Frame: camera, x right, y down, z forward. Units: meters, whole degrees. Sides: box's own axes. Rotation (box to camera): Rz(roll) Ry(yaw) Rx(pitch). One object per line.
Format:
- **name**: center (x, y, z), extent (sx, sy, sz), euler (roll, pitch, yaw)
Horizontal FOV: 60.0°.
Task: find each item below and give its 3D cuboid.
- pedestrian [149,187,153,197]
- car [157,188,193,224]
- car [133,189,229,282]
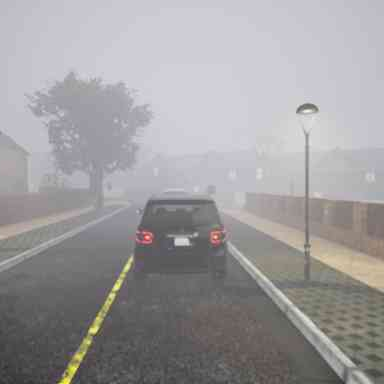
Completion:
- **pedestrian**: center (-5.958, 0.160, 47.840), extent (0.375, 1.860, 0.375), euler (0, -3, 28)
- **car**: center (-1.160, 0.798, 22.585), extent (2.150, 2.045, 5.566), euler (0, 1, -3)
- **car**: center (-0.367, 1.051, 9.435), extent (2.150, 2.045, 5.566), euler (0, 1, -3)
